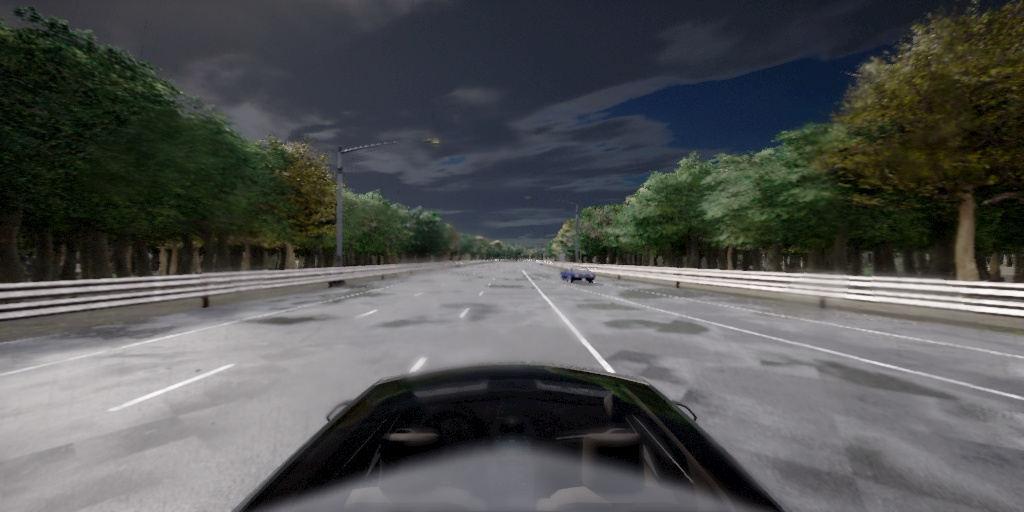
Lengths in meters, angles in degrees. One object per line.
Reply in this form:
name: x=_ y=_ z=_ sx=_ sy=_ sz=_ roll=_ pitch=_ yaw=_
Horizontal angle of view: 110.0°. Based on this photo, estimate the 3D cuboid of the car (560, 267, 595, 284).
car: x=5.446 y=1.601 z=30.536 sx=1.895 sy=1.301 sz=4.718 roll=0 pitch=0 yaw=-6
